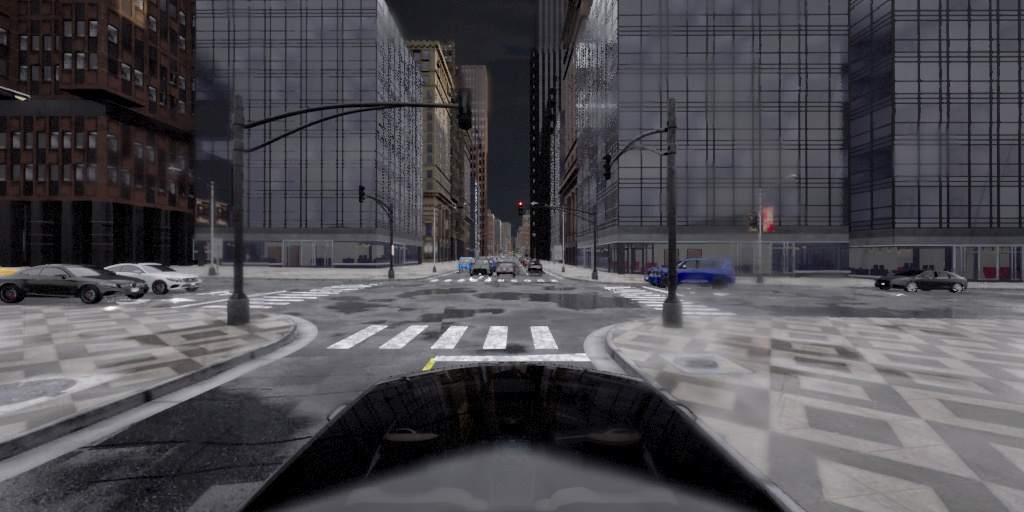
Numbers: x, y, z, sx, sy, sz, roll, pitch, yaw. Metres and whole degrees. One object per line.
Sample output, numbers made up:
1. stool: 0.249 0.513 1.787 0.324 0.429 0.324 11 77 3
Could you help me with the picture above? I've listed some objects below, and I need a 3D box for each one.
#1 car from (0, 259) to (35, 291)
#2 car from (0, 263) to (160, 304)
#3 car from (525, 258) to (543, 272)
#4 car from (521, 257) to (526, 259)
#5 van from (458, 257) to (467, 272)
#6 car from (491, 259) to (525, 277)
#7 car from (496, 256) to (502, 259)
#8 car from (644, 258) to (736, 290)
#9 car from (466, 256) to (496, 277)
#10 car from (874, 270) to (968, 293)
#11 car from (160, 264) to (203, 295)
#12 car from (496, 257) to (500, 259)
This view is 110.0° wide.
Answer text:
1. car: -26.907 0.885 17.418 5.008 1.535 1.882 1 0 1
2. car: -17.234 1.045 14.121 4.674 1.442 1.812 1 0 -1
3. car: 2.834 1.279 44.673 1.948 1.339 4.313 0 0 0
4. car: 2.926 1.265 61.621 1.802 1.307 4.207 0 0 0
5. van: -5.691 1.055 44.719 1.690 1.789 3.998 0 0 0
6. car: -0.313 1.273 35.573 2.033 1.411 5.357 0 0 8
7. car: -2.871 1.202 54.946 1.837 1.490 4.892 0 0 1
8. car: 11.807 1.164 23.952 5.566 2.045 2.150 1 0 1
9. car: -2.966 1.078 35.508 2.097 1.767 4.553 0 0 0
10. car: 27.149 1.655 23.870 4.892 1.490 1.837 1 0 0
11. car: -17.762 1.050 17.377 4.674 1.442 1.812 1 0 0
12. car: -2.932 1.192 44.629 1.882 1.535 5.008 0 0 1
